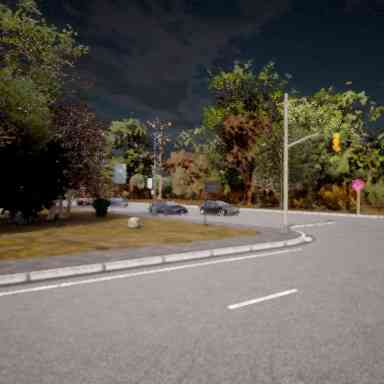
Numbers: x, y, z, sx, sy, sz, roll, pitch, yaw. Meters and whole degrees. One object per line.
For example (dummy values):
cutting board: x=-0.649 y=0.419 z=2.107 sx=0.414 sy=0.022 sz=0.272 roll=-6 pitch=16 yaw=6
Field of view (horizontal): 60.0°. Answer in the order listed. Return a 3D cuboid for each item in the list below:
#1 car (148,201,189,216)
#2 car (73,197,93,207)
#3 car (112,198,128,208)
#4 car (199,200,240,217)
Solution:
car: x=-2.581 y=1.637 z=34.475 sx=2.033 sy=1.411 sz=5.357 roll=0 pitch=0 yaw=-39
car: x=-16.498 y=1.560 z=52.044 sx=1.882 sy=1.535 sz=5.008 roll=0 pitch=-1 yaw=-38
car: x=-11.549 y=1.626 z=51.407 sx=1.812 sy=1.442 sz=4.674 roll=0 pitch=0 yaw=-38
car: x=2.666 y=1.612 z=33.508 sx=1.837 sy=1.490 sz=4.892 roll=0 pitch=0 yaw=-39
